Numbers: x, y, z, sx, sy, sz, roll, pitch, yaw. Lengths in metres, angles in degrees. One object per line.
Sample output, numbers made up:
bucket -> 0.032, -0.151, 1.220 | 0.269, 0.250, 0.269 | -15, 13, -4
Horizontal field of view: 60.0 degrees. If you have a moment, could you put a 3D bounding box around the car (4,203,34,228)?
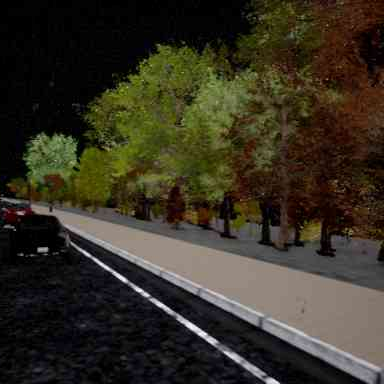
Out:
car -> -13.424, 1.626, 25.899 | 2.097, 1.767, 4.553 | 0, 0, -29

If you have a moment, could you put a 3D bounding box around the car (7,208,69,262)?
car -> -6.043, 1.637, 12.959 | 1.837, 1.490, 4.892 | 0, 0, -29
